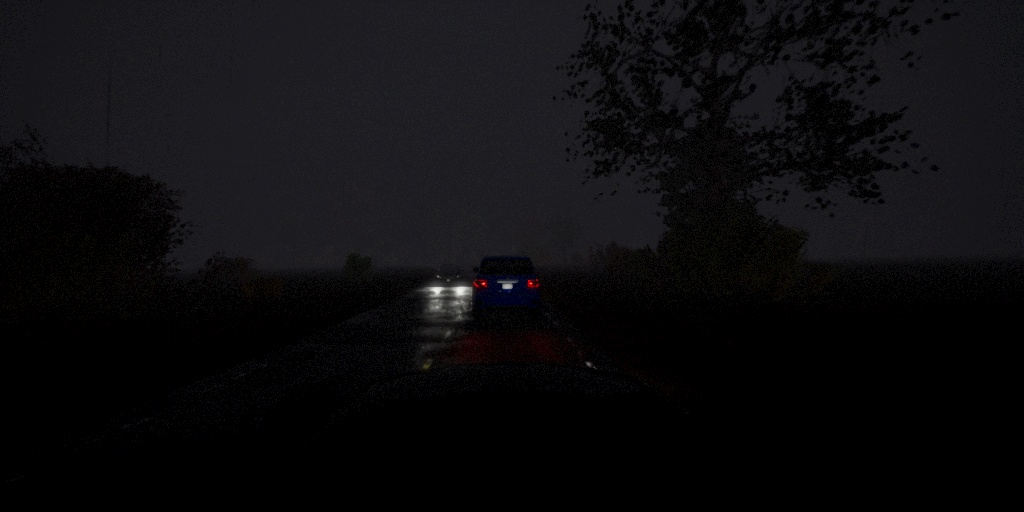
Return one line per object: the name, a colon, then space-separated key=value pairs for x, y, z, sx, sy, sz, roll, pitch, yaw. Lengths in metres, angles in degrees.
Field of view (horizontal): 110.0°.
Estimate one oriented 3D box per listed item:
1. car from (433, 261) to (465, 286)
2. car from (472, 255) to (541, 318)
car: x=-4.489 y=1.349 z=26.122 sx=1.812 sy=1.442 sz=4.674 roll=0 pitch=0 yaw=-7
car: x=-0.260 y=0.996 z=13.201 sx=2.150 sy=2.045 sz=5.566 roll=0 pitch=0 yaw=-3
